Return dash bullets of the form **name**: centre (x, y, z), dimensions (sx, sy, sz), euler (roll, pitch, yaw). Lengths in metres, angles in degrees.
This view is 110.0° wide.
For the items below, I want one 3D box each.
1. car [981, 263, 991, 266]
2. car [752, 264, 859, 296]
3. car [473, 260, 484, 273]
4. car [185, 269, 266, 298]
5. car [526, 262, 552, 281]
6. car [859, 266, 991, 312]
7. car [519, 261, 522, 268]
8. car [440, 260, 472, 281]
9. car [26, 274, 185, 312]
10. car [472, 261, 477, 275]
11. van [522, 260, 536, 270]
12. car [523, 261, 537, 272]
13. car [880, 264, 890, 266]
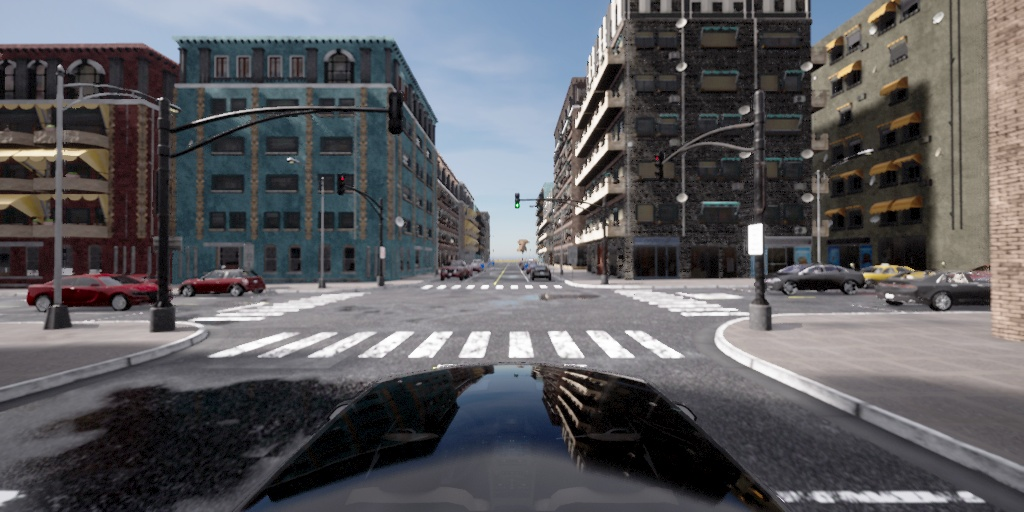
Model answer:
- **car**: centre (24.784, 1.072, 18.072), dimensions (4.674, 1.442, 1.812), euler (-1, -1, 0)
- **car**: centre (14.915, 1.162, 18.164), dimensions (4.902, 1.511, 2.128), euler (-1, -1, 1)
- **car**: centre (-5.240, 1.634, 49.713), dimensions (1.888, 1.381, 4.507), euler (0, 0, 0)
- **car**: centre (-16.877, 1.529, 20.922), dimensions (4.097, 1.591, 1.967), euler (0, 0, 1)
- **car**: centre (2.613, 1.540, 33.045), dimensions (1.948, 1.339, 4.313), euler (0, 0, 0)
- **car**: centre (15.618, 1.163, 12.734), dimensions (4.403, 1.370, 2.007), euler (0, 0, 1)
- **car**: centre (2.658, 1.603, 60.804), dimensions (1.967, 1.591, 4.097), euler (0, 0, 0)
- **car**: centre (-5.267, 1.289, 33.057), dimensions (2.192, 1.841, 5.009), euler (0, 0, 0)
- **car**: centre (-17.628, 1.527, 15.515), dimensions (5.008, 1.535, 1.882), euler (-1, -1, 0)
- **car**: centre (-5.258, 1.558, 38.609), dimensions (1.888, 1.381, 4.507), euler (0, 0, 0)
- **van**: centre (2.640, 1.429, 49.701), dimensions (1.690, 1.789, 3.998), euler (0, 0, 0)
- **car**: centre (2.631, 1.633, 44.148), dimensions (1.802, 1.307, 4.207), euler (0, 0, 0)
- **car**: centre (21.161, 1.137, 20.564), dimensions (4.829, 1.417, 1.751), euler (0, 0, 1)
